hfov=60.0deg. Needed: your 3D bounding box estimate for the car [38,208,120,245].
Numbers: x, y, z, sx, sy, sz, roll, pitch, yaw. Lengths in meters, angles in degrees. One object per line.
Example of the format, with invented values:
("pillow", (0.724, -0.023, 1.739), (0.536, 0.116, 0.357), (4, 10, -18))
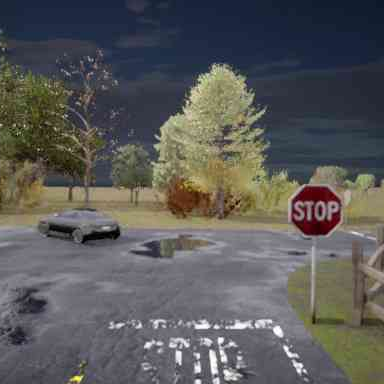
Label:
("car", (-5.199, 1.428, 15.140), (4.181, 1.385, 1.994), (2, 1, 37))
